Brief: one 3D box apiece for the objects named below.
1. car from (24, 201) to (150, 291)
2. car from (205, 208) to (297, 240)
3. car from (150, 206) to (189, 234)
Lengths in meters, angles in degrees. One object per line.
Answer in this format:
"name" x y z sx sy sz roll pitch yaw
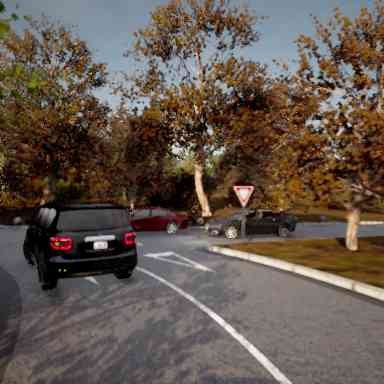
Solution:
"car" -3.424 1.289 9.651 2.150 2.045 5.566 0 0 -31
"car" 3.088 1.616 17.519 4.892 1.490 1.837 0 0 -16
"car" -2.685 1.598 19.102 5.008 1.535 1.882 0 0 -11
